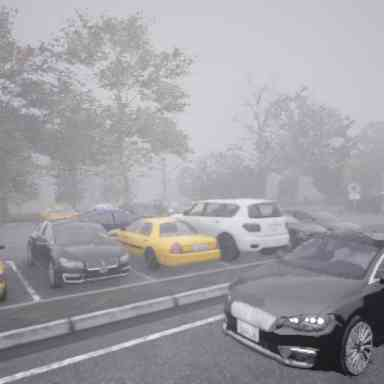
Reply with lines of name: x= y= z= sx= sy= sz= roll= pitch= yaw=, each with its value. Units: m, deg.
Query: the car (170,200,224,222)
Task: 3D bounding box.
car: x=0.295 y=1.505 z=28.187 sx=2.097 sy=1.535 sz=5.008 roll=0 pitch=0 yaw=-35

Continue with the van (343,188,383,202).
van: x=22.356 y=0.474 z=43.904 sx=1.878 sy=1.987 sz=4.442 roll=-1 pitch=1 yaw=-35

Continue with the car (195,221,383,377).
car: x=2.700 y=1.461 z=5.565 sx=4.902 sy=1.511 sz=2.128 roll=0 pitch=0 yaw=-35

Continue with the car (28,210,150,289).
car: x=-3.420 y=1.524 z=9.583 sx=2.231 sy=1.521 sz=4.892 roll=0 pitch=0 yaw=-35

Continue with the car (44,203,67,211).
car: x=-8.558 y=1.512 z=21.729 sx=1.946 sy=1.575 sz=5.366 roll=0 pitch=0 yaw=-35

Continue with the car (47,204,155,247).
car: x=-3.538 y=1.516 z=14.923 sx=5.008 sy=1.535 sz=1.882 roll=0 pitch=0 yaw=-35

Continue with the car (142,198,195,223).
car: x=-1.991 y=1.382 z=26.621 sx=2.185 sy=1.767 sz=4.553 roll=0 pitch=0 yaw=-35

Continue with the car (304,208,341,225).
car: x=3.389 y=1.516 z=14.379 sx=2.097 sy=1.535 sz=5.008 roll=0 pitch=0 yaw=-35

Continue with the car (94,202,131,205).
car: x=-6.399 y=1.552 z=23.474 sx=2.002 sy=1.452 sz=4.674 roll=0 pitch=0 yaw=-35

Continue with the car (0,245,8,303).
car: x=-5.579 y=1.522 z=7.828 sx=1.946 sy=1.575 sz=5.366 roll=0 pitch=0 yaw=-35

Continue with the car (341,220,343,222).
car: x=5.678 y=1.543 z=15.950 sx=2.163 sy=1.488 sz=4.792 roll=0 pitch=0 yaw=-35

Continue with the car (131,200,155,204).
car: x=-4.119 y=1.540 z=25.047 sx=2.163 sy=1.488 sz=4.792 roll=0 pitch=0 yaw=-35

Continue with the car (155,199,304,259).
car: x=1.106 y=1.267 z=12.799 sx=2.435 sy=2.045 sz=5.566 roll=0 pitch=0 yaw=-35
